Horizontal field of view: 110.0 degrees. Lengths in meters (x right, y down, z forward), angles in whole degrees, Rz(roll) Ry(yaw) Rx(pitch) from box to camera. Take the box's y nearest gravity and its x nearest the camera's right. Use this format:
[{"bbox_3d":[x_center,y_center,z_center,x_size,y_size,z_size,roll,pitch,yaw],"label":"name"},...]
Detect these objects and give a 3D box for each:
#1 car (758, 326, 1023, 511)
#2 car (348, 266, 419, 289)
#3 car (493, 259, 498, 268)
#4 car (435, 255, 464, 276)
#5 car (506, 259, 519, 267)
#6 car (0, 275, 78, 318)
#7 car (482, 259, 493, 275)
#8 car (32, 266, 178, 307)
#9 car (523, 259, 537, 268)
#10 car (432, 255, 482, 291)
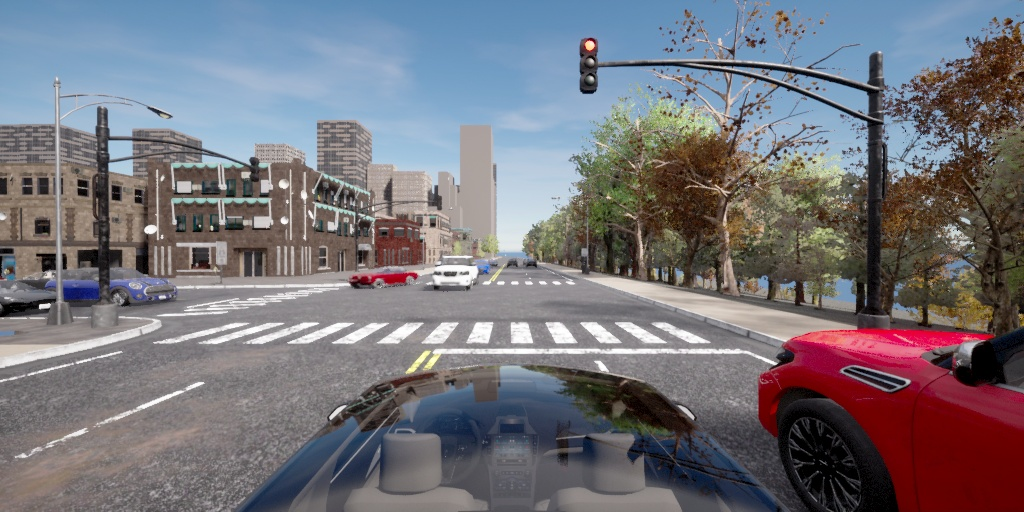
[{"bbox_3d":[3.347,0.972,0.922,2.150,2.045,5.566,0,0,0],"label":"car"},{"bbox_3d":[-8.193,1.349,23.205,1.895,1.301,4.718,0,0,22],"label":"car"},{"bbox_3d":[-3.354,1.275,61.410,2.033,1.411,5.357,0,0,0],"label":"car"},{"bbox_3d":[-6.628,0.959,38.865,2.150,2.045,5.566,0,0,0],"label":"car"},{"bbox_3d":[0.060,1.232,63.099,1.837,1.490,4.892,0,0,0],"label":"car"},{"bbox_3d":[-19.959,1.565,13.661,4.313,1.339,1.948,0,0,0],"label":"car"},{"bbox_3d":[-3.376,1.215,38.411,1.882,1.535,5.008,0,0,0],"label":"car"},{"bbox_3d":[-18.101,1.303,16.314,4.553,1.767,2.097,-1,1,1],"label":"car"},{"bbox_3d":[3.308,1.233,62.182,1.837,1.490,4.892,0,0,0],"label":"car"},{"bbox_3d":[-3.366,0.969,22.184,2.150,2.045,5.566,0,0,0],"label":"car"}]
